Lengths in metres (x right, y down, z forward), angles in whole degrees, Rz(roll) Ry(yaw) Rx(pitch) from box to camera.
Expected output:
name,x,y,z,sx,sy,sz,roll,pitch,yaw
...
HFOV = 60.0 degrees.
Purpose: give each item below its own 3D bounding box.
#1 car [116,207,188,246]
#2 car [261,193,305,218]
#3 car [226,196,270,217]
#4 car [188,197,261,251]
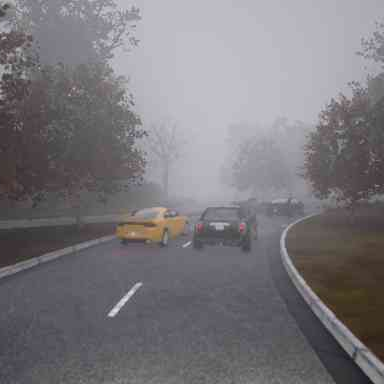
name,x,y,z,sx,sy,sz,roll,pitch,yaw
car,-1.568,1.396,14.936,1.882,1.535,5.008,0,1,15
car,7.656,1.167,27.100,1.882,1.535,5.008,0,1,35
car,4.980,1.190,28.944,1.837,1.490,4.892,0,1,35
car,1.558,1.281,14.045,2.097,1.767,4.553,0,1,15
